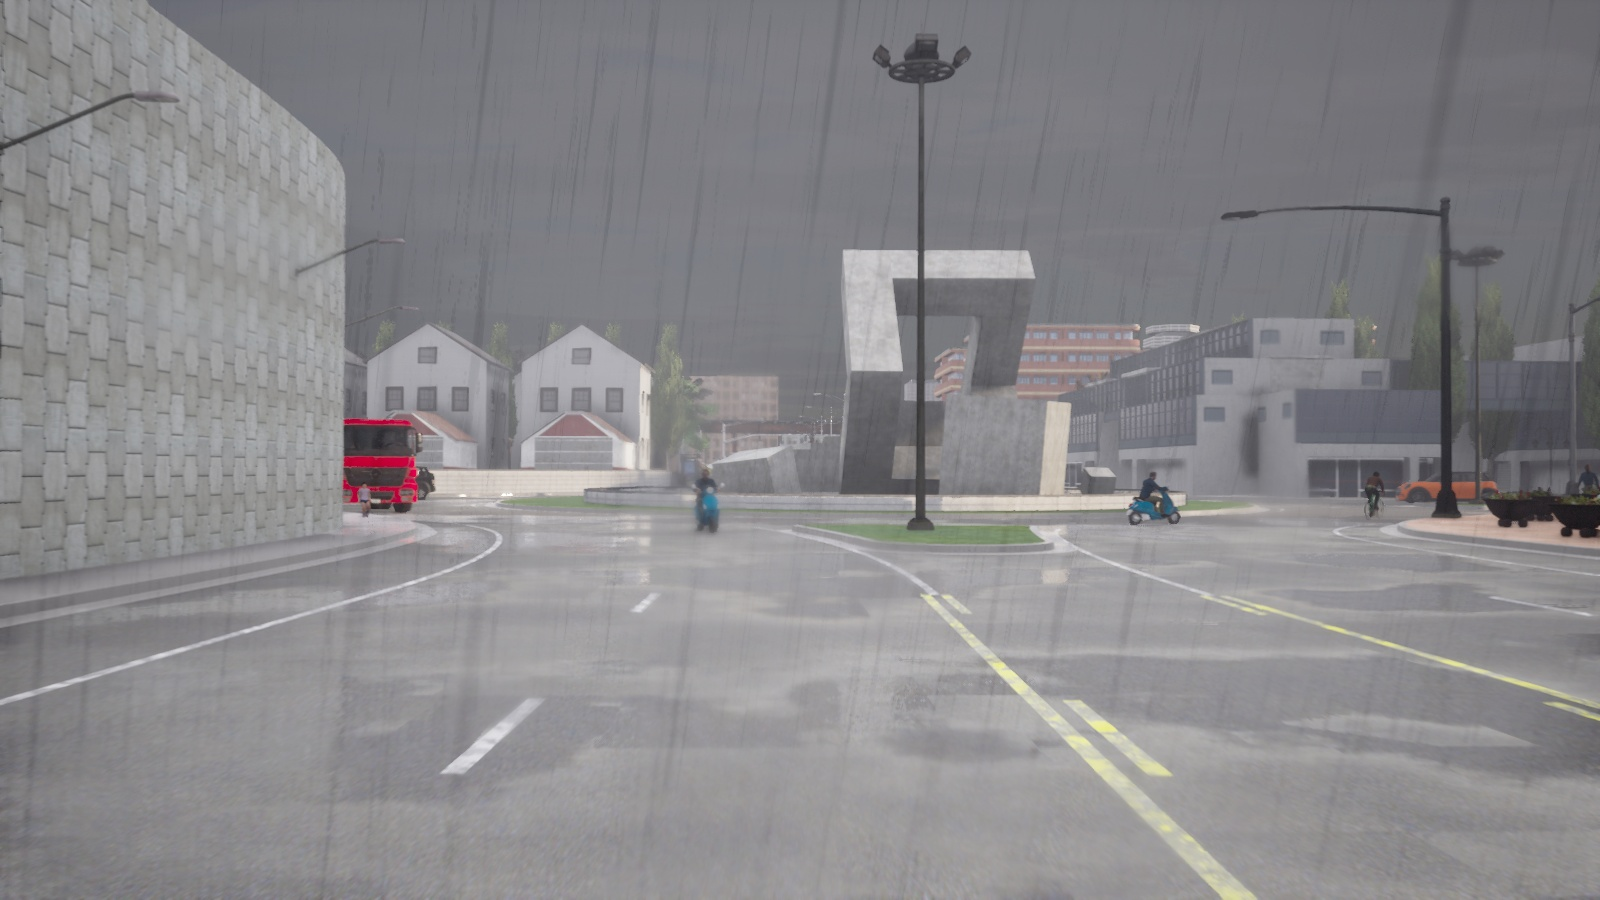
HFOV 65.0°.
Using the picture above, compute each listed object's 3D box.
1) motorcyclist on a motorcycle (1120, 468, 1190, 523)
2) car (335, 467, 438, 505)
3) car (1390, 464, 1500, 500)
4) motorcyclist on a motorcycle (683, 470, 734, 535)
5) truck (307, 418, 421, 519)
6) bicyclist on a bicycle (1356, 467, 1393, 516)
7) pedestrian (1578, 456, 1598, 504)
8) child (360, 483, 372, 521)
[{"bbox_3d":[10.510,1.349,37.185,1.817,1.590,0.866,0,-2,-17],"label":"motorcyclist on a motorcycle"},{"bbox_3d":[-20.779,1.771,63.142,4.605,1.855,1.932,0,-1,-29],"label":"car"},{"bbox_3d":[32.089,1.593,62.644,4.553,1.767,2.097,-1,-1,17],"label":"car"},{"bbox_3d":[-2.330,1.309,31.775,0.866,1.590,1.817,0,-1,-18],"label":"motorcyclist on a motorcycle"},{"bbox_3d":[-16.508,0.688,47.169,2.891,3.462,7.936,0,-1,-28],"label":"truck"},{"bbox_3d":[19.526,1.404,42.667,0.582,1.620,1.656,-1,-2,45],"label":"bicyclist on a bicycle"},{"bbox_3d":[30.010,1.146,47.819,0.726,1.835,0.370,0,-1,-36],"label":"pedestrian"},{"bbox_3d":[-12.778,1.520,36.962,0.255,1.110,0.394,0,-1,-31],"label":"child"}]
